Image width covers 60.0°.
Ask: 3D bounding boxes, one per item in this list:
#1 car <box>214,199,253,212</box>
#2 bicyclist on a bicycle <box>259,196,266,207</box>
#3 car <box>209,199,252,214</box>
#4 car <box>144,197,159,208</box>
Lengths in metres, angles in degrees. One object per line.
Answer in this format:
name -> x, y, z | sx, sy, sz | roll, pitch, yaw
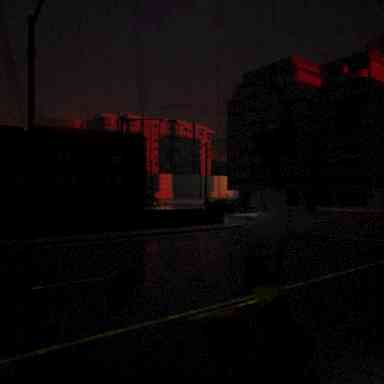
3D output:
car -> 4.913, 1.600, 40.120 | 1.895, 1.301, 4.718 | 0, 0, -37
bicyclist on a bicycle -> 9.718, 1.302, 45.827 | 1.656, 1.620, 0.582 | 0, 0, -37
car -> 3.735, 1.525, 35.578 | 1.812, 1.442, 4.674 | 0, 0, -37
car -> -6.667, 1.490, 49.153 | 2.128, 1.511, 4.902 | 0, 0, -37
